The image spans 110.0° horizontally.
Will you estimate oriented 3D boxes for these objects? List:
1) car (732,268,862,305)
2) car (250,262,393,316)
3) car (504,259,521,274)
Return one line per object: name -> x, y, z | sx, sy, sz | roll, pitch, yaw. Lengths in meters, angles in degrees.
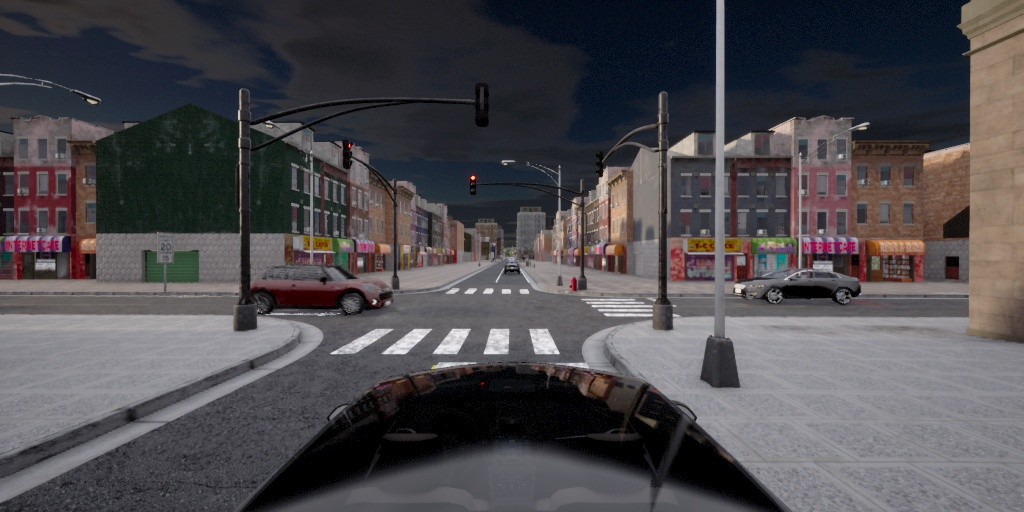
car -> 12.446, 1.277, 15.841 | 4.902, 1.511, 2.128 | 0, 0, 0
car -> -6.705, 1.088, 12.870 | 4.553, 1.767, 2.097 | 0, 0, 0
car -> 0.011, 1.313, 40.659 | 1.948, 1.339, 4.313 | 0, 0, 0
